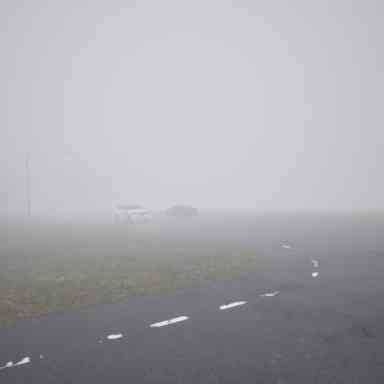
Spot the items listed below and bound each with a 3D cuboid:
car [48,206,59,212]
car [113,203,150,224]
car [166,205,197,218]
[{"bbox_3d":[-31.481,3.850,75.385,1.994,1.385,4.181,-2,-1,-28],"label":"car"},{"bbox_3d":[-6.612,2.243,35.912,2.150,2.045,5.566,-2,0,-36],"label":"car"},{"bbox_3d":[-1.367,2.294,40.614,1.882,1.535,5.008,-2,0,-35],"label":"car"}]
